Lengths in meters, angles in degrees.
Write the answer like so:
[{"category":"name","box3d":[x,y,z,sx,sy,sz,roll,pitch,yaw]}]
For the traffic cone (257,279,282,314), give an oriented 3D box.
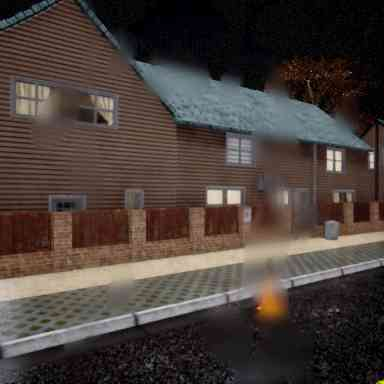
[{"category":"traffic cone","box3d":[1.473,1.954,6.358,0.340,0.580,0.340,0,0,-34]}]
